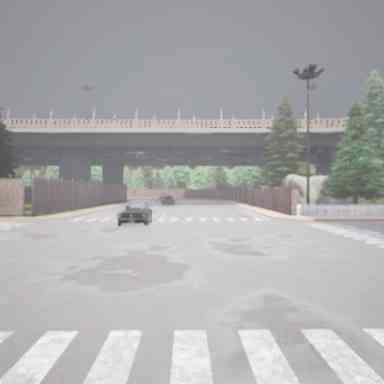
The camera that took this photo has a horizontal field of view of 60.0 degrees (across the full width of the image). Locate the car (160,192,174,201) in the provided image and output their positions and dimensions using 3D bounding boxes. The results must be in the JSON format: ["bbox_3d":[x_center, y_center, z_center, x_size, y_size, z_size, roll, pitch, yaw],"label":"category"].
[{"bbox_3d":[-5.534,0.974,73.217,2.097,1.767,4.553,0,0,-19],"label":"car"}]

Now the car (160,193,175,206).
[{"bbox_3d":[-3.519,1.311,49.001,1.837,1.490,4.892,0,2,-1],"label":"car"}]

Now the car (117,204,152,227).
[{"bbox_3d":[-3.695,1.469,21.845,1.895,1.301,4.718,0,0,-3],"label":"car"}]
